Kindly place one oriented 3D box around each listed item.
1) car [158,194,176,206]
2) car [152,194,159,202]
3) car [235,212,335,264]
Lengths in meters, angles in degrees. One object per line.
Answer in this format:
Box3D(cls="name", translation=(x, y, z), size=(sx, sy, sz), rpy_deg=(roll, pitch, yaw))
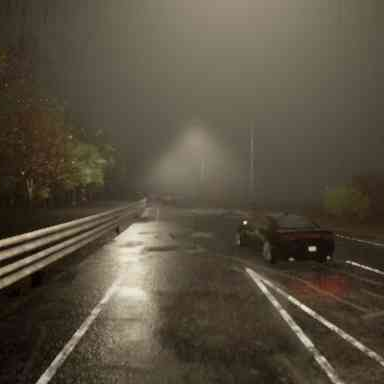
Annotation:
Box3D(cls="car", translation=(-3.485, 1.367, 50.413), size=(2.128, 1.511, 4.902), rpy_deg=(0, 0, -10))
Box3D(cls="car", translation=(-6.548, 1.155, 68.518), size=(2.097, 1.767, 4.553), rpy_deg=(0, 0, -10))
Box3D(cls="car", translation=(3.024, 1.467, 11.923), size=(1.882, 1.535, 5.008), rpy_deg=(0, 0, -10))
